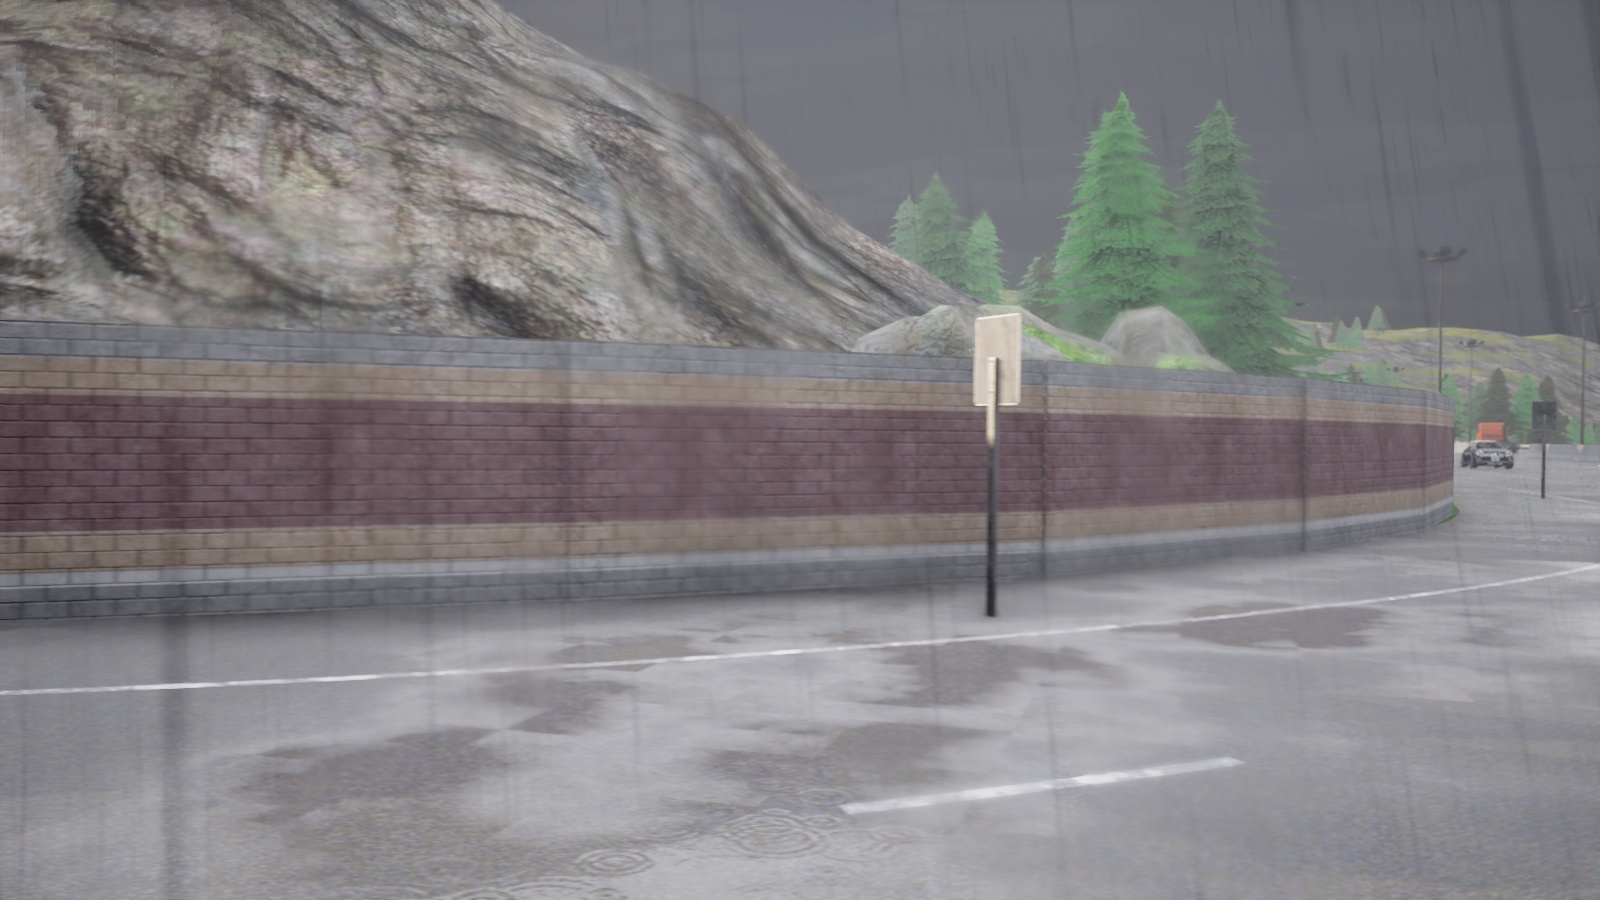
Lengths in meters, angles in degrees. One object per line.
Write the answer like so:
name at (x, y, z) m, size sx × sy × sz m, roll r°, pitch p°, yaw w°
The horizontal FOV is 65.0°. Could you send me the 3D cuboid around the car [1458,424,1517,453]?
car at (35.908, -0.601, 65.682) m, size 1.970 × 1.475 × 3.806 m, roll 0°, pitch 1°, yaw 17°
